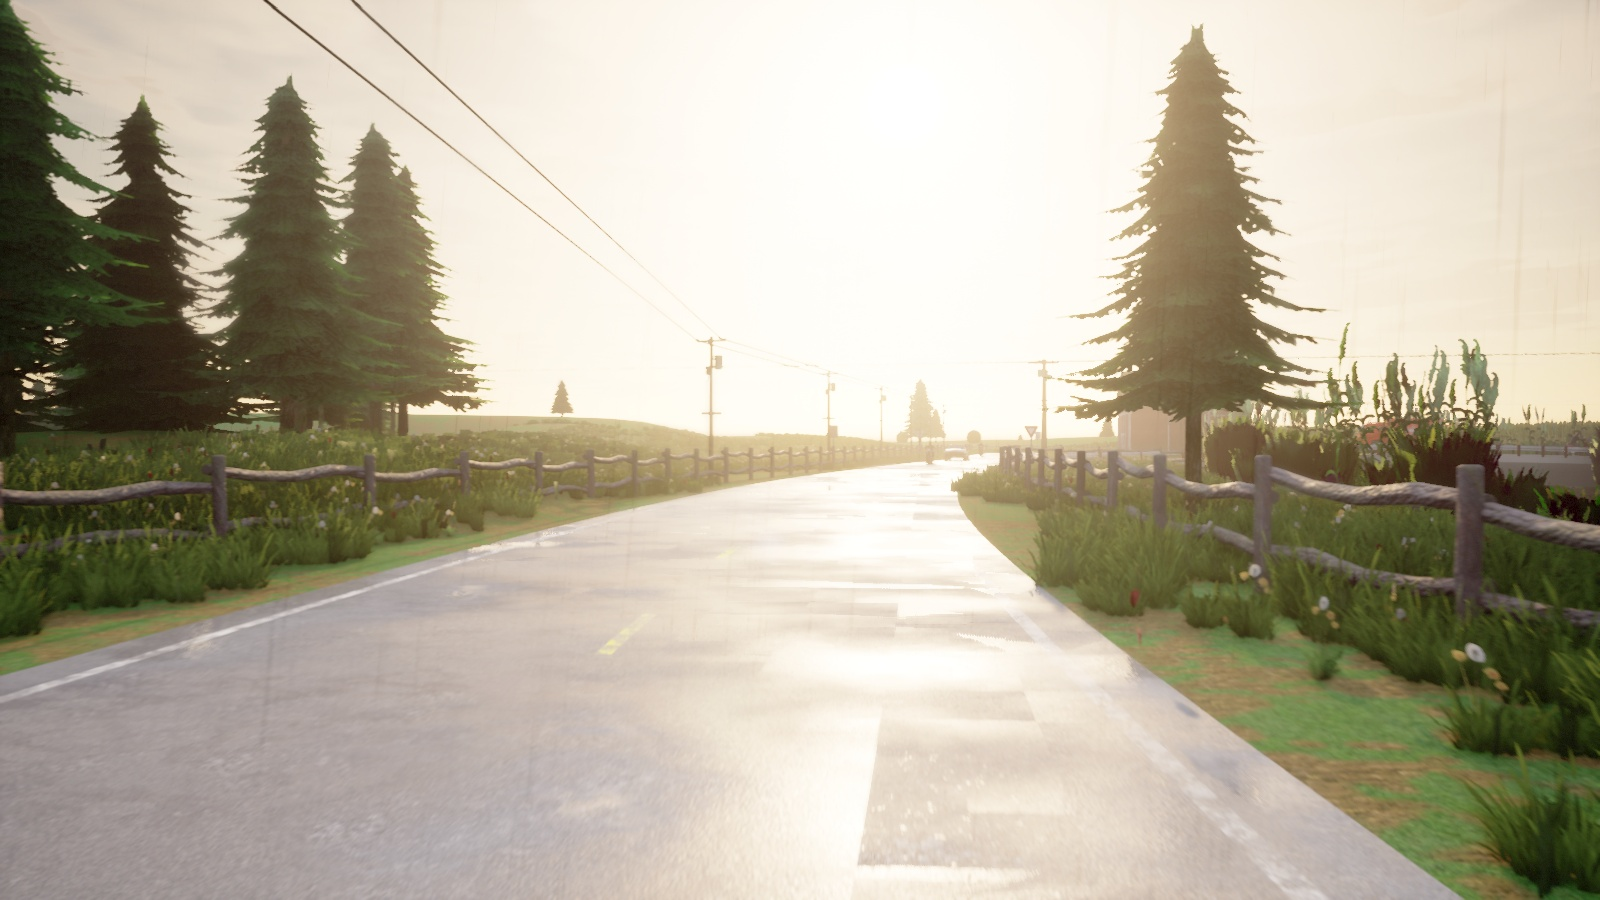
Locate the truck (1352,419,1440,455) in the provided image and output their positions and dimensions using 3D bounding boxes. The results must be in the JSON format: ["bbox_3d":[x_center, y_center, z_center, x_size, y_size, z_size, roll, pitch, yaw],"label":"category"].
[{"bbox_3d":[41.864,-0.911,88.330,5.204,2.467,2.627,0,0,14],"label":"truck"}]
